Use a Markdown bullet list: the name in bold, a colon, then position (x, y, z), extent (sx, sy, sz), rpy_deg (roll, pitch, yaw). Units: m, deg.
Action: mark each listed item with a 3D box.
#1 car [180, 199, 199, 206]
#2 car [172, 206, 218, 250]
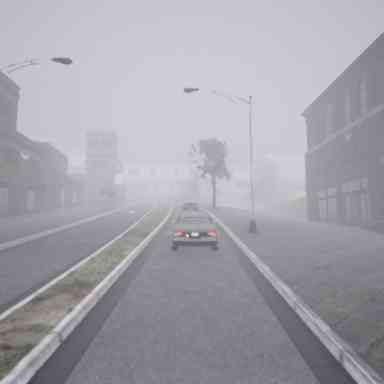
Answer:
- **car**: position (-0.250, 1.563, 37.528), extent (1.837, 1.490, 4.892), rpy_deg (0, 0, -2)
- **car**: position (0.106, 1.572, 14.456), extent (2.033, 1.411, 5.357), rpy_deg (0, 0, 0)
